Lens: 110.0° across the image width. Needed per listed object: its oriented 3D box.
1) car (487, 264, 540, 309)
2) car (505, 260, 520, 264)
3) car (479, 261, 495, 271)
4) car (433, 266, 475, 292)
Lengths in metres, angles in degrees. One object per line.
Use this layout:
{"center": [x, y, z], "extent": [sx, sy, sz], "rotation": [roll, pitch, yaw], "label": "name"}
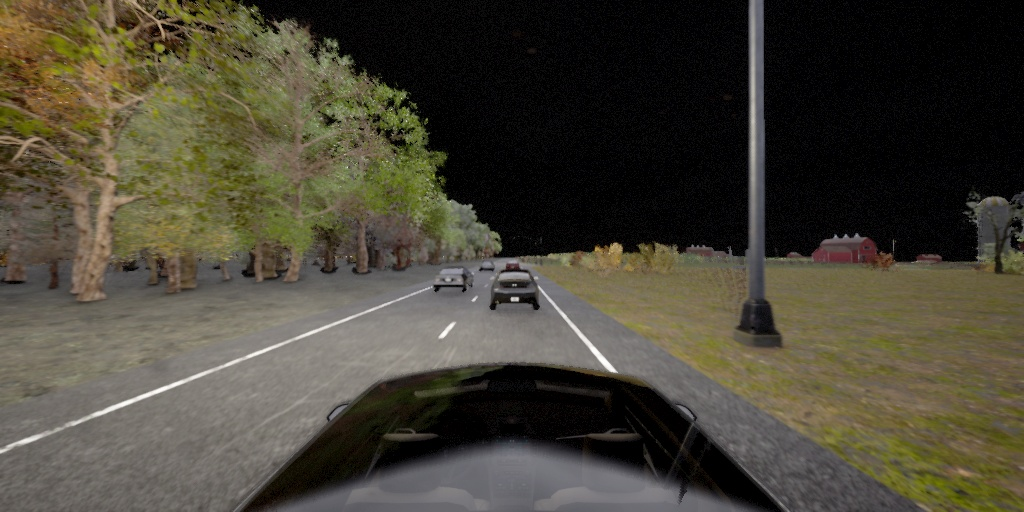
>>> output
{"center": [0.100, 1.277, 15.122], "extent": [1.837, 1.490, 4.892], "rotation": [0, 0, 0], "label": "car"}
{"center": [0.097, 1.291, 47.882], "extent": [1.882, 1.535, 5.008], "rotation": [0, 0, 0], "label": "car"}
{"center": [-3.404, 1.379, 49.705], "extent": [1.994, 1.385, 4.181], "rotation": [0, 0, 0], "label": "car"}
{"center": [-3.401, 1.328, 21.612], "extent": [2.033, 1.411, 5.357], "rotation": [0, 0, 0], "label": "car"}
